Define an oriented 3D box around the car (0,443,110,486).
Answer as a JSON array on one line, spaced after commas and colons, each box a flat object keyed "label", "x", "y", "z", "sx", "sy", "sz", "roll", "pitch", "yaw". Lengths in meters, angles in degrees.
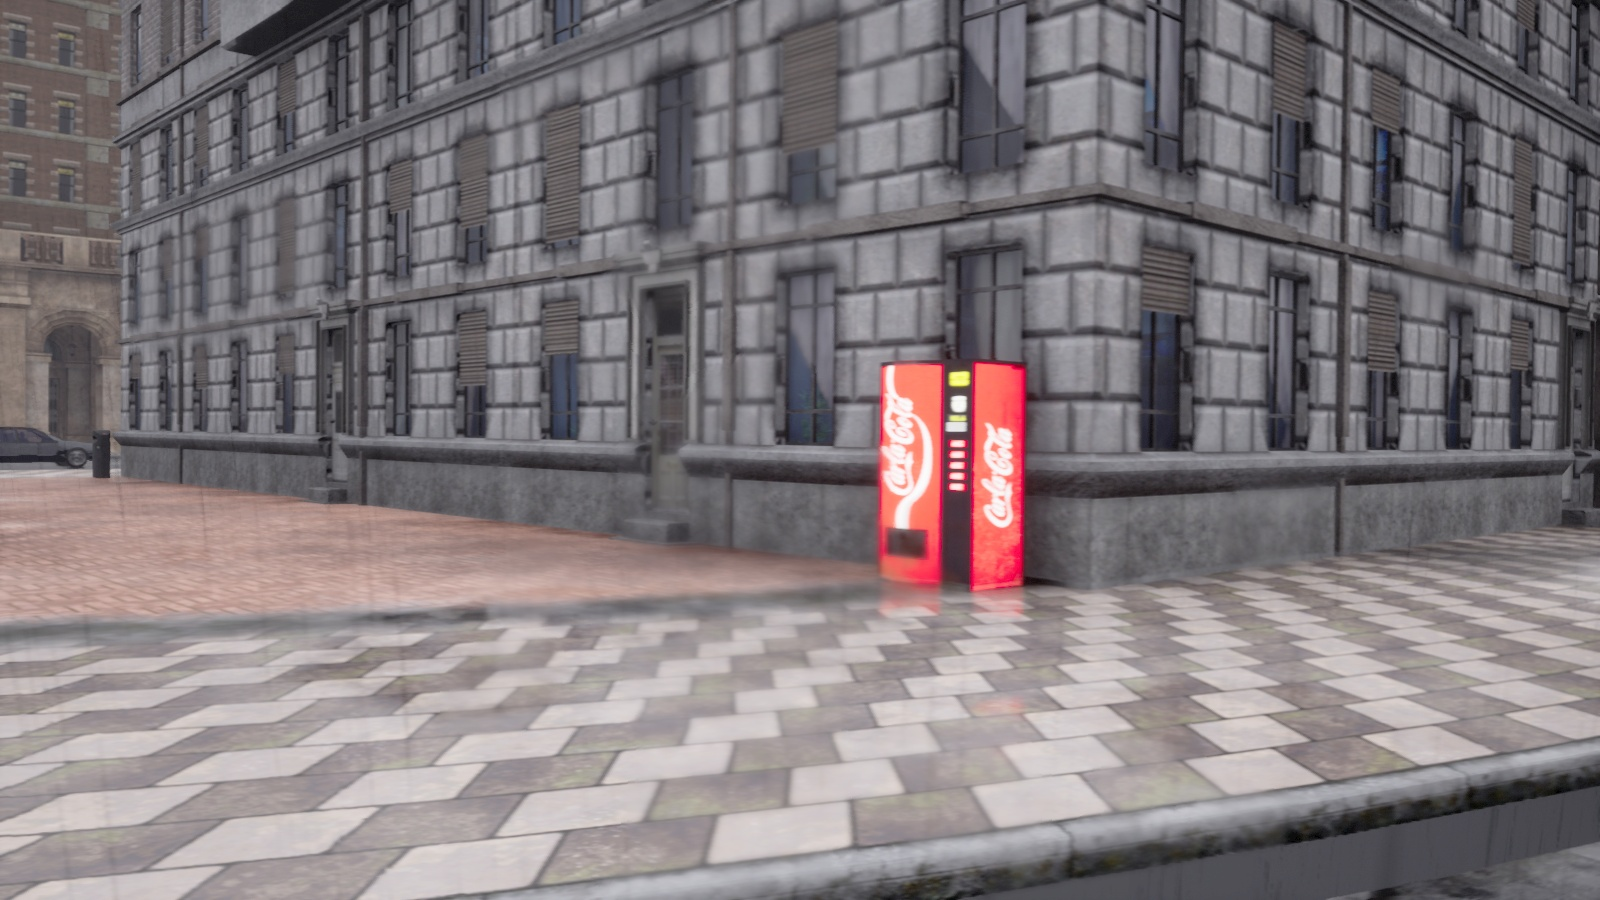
[{"label": "car", "x": -27.166, "y": 0.487, "z": 43.509, "sx": 5.357, "sy": 1.411, "sz": 2.033, "roll": -1, "pitch": 1, "yaw": -44}]
